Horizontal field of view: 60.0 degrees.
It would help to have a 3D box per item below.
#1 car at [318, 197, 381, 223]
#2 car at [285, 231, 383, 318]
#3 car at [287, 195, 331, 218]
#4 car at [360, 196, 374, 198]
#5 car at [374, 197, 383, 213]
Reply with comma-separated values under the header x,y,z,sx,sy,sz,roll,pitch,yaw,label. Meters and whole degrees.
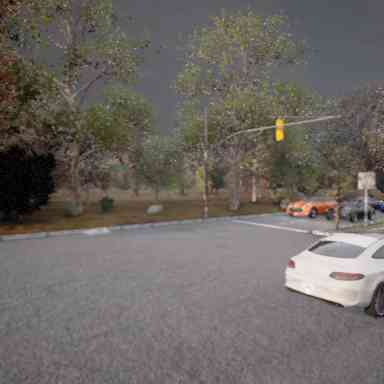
x,y,z,sx,sy,sz,roll,pitch,yaw,label
11.423,1.340,24.026,4.181,1.385,1.994,-1,3,-37,car
4.105,1.652,7.721,4.674,1.442,1.812,0,1,-36,car
9.575,1.022,26.379,4.553,1.767,2.097,-1,3,-37,car
16.464,1.113,31.578,4.181,1.385,1.994,-1,3,-36,car
18.887,0.865,29.657,5.566,2.045,2.150,-1,3,-37,car
